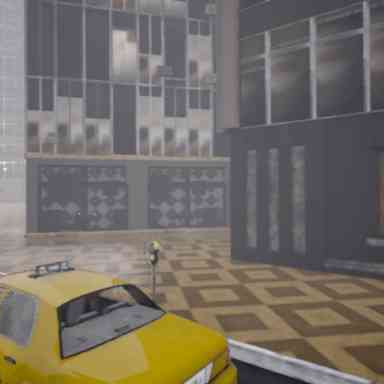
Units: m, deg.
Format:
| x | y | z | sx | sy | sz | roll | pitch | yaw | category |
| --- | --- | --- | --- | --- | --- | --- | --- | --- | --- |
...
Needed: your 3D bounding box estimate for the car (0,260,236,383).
| x | y | z | sx | sy | sz | roll | pitch | yaw | category |
| --- | --- | --- | --- | --- | --- | --- | --- | --- | --- |
| -1.854 | 1.516 | 4.051 | 4.829 | 1.417 | 1.752 | 0 | 0 | 36 | car |
